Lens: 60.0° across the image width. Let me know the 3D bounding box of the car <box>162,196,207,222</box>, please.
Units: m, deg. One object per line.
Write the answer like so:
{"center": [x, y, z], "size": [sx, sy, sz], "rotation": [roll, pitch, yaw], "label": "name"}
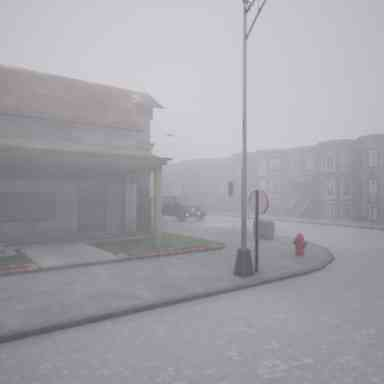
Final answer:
{"center": [-1.081, 1.334, 28.355], "size": [2.150, 2.045, 5.566], "rotation": [1, 0, -35], "label": "car"}
